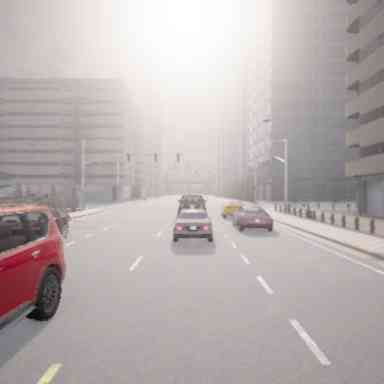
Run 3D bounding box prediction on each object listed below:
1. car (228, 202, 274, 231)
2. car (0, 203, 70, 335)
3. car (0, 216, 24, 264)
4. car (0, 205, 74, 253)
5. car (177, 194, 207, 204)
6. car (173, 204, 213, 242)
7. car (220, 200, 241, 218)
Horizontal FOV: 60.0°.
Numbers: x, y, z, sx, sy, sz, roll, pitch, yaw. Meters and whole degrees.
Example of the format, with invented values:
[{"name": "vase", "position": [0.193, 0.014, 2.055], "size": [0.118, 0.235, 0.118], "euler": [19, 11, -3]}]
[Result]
[{"name": "car", "position": [3.577, 1.526, 20.162], "size": [1.994, 1.385, 4.181], "euler": [0, 0, 0]}, {"name": "car", "position": [-3.552, 1.215, 4.350], "size": [2.150, 2.045, 5.566], "euler": [0, 0, 0]}, {"name": "car", "position": [-6.998, 1.546, 9.814], "size": [1.994, 1.385, 4.181], "euler": [0, 0, 0]}, {"name": "car", "position": [-7.053, 1.451, 14.621], "size": [1.882, 1.535, 5.008], "euler": [0, 0, 0]}, {"name": "car", "position": [0.009, 1.172, 26.429], "size": [2.150, 2.045, 5.566], "euler": [0, 0, 0]}, {"name": "car", "position": [0.051, 1.517, 16.180], "size": [2.033, 1.411, 5.357], "euler": [0, 0, 0]}, {"name": "car", "position": [3.539, 1.423, 29.157], "size": [1.882, 1.535, 5.008], "euler": [0, 0, 1]}]
